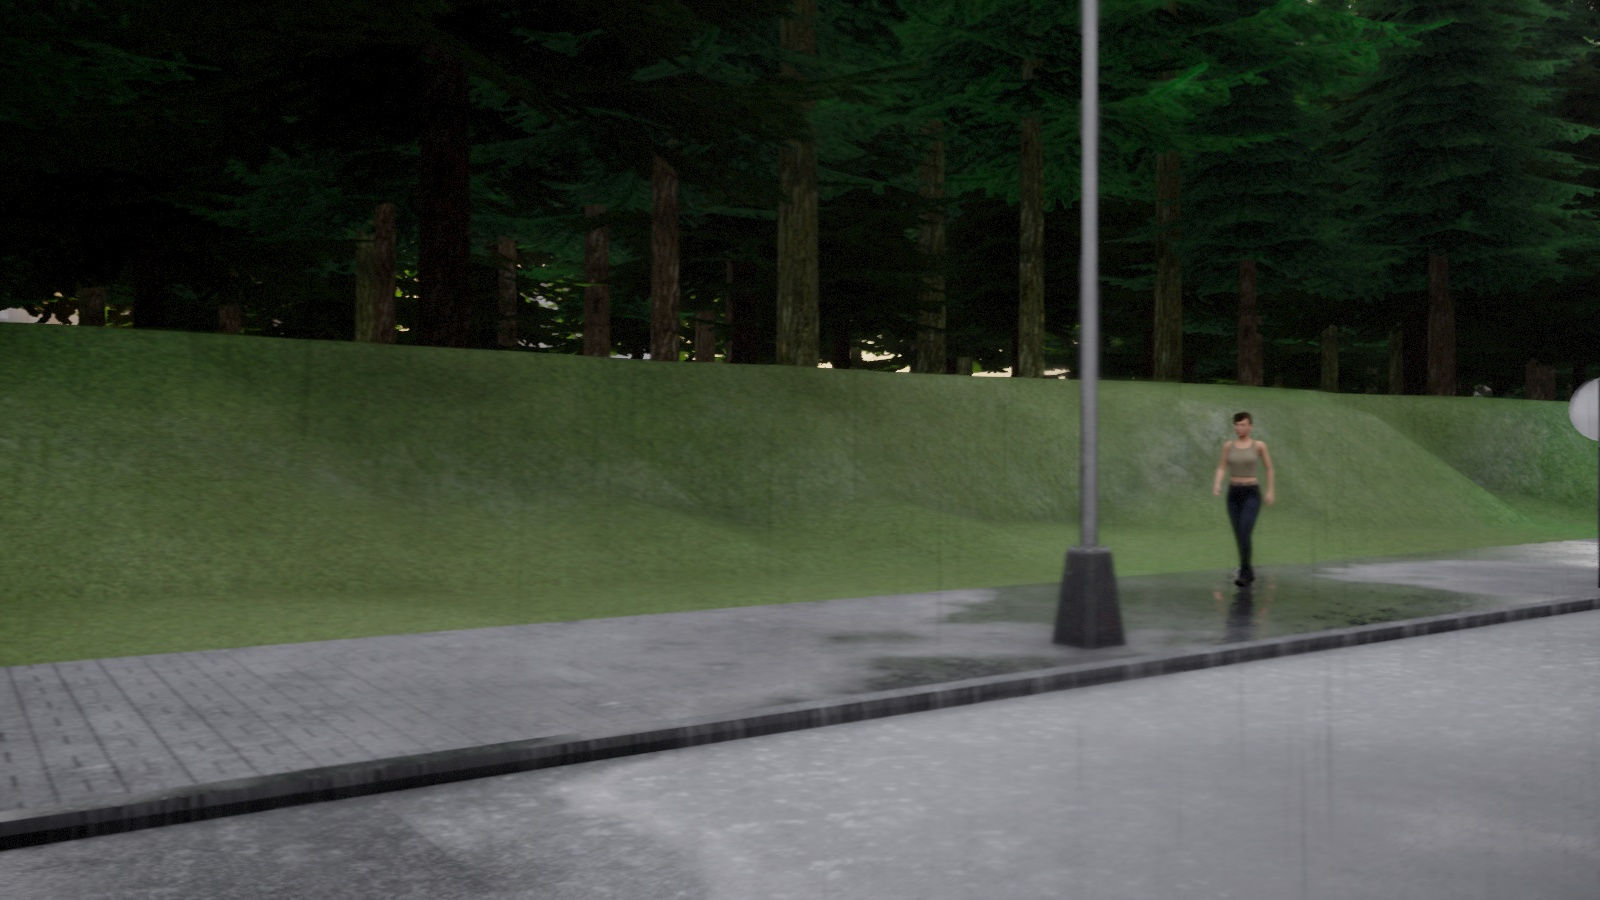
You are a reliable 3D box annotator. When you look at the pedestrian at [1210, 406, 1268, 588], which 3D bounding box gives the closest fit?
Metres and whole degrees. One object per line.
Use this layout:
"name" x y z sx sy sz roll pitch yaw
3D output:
"pedestrian" 4.556 0.477 13.022 0.345 1.836 0.594 0 0 44
